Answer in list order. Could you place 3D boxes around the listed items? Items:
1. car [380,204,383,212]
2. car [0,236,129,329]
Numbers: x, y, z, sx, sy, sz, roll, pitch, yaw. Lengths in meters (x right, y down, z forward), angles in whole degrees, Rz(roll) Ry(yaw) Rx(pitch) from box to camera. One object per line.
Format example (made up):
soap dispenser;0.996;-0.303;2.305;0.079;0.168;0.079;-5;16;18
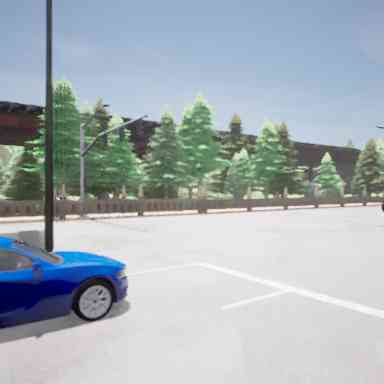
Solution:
car;23.475;1.586;37.915;4.718;1.301;1.895;0;0;-35
car;-3.511;1.477;5.570;5.008;1.535;1.882;0;0;-35
